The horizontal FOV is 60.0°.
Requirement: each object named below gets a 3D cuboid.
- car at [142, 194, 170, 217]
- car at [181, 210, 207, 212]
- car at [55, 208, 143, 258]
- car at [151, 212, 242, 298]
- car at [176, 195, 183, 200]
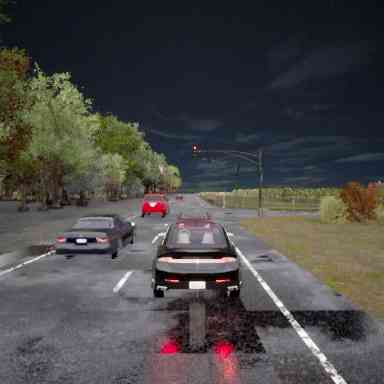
[{"bbox_3d":[-3.393,1.230,31.387,2.150,2.045,5.566,0,0,0],"label":"car"},{"bbox_3d":[0.104,1.605,17.734,1.895,1.301,4.718,0,0,0],"label":"car"},{"bbox_3d":[-3.397,1.550,12.734,2.033,1.411,5.357,0,0,0],"label":"car"},{"bbox_3d":[0.101,1.494,8.518,2.128,1.511,4.902,0,0,0],"label":"car"},{"bbox_3d":[-3.484,1.474,95.203,1.882,1.535,5.008,0,0,0],"label":"car"}]
